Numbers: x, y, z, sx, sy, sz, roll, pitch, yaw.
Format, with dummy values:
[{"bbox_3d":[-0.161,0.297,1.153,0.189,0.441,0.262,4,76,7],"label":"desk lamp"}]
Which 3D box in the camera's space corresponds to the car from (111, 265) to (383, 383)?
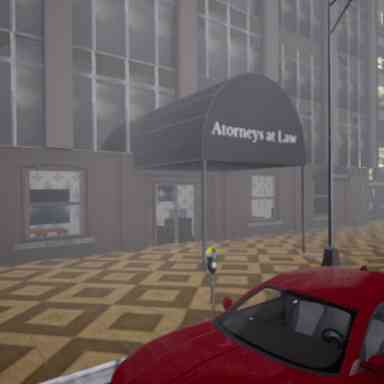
[{"bbox_3d":[1.381,1.543,3.416,4.507,1.381,1.887,0,-1,-35],"label":"car"}]
